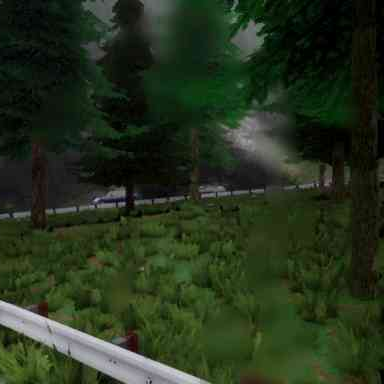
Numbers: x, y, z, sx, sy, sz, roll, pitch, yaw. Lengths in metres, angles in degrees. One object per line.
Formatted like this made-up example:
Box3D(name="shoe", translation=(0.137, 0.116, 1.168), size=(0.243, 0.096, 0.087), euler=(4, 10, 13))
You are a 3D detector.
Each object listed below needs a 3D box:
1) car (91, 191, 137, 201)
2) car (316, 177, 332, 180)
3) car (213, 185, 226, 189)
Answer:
Box3D(name="car", translation=(-7.664, 0.591, 32.739), size=(4.553, 1.767, 2.097), euler=(-5, 3, -29))
Box3D(name="car", translation=(14.349, -0.912, 36.986), size=(4.181, 1.385, 1.994), euler=(-4, -1, 13))
Box3D(name="car", translation=(1.491, -0.020, 36.691), size=(4.902, 1.511, 2.128), euler=(-4, 1, -12))
